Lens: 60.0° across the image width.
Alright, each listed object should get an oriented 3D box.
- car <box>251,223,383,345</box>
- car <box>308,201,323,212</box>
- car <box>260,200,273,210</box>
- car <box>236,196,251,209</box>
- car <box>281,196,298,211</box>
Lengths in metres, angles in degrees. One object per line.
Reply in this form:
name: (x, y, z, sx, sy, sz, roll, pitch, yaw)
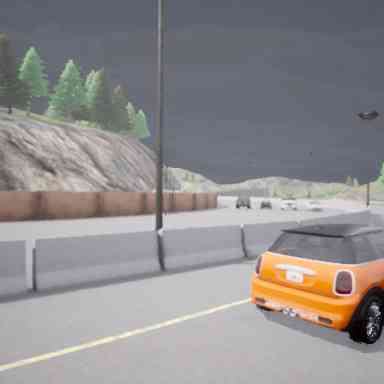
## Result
car: (3.297, 1.426, 6.809, 4.553, 1.767, 2.097, 1, -1, -40)
car: (16.917, 1.985, 45.724, 1.812, 1.442, 4.674, 0, -1, 18)
car: (11.782, 2.013, 52.678, 2.033, 1.411, 5.357, 0, 0, 13)
car: (8.304, 1.663, 53.211, 2.150, 2.045, 5.566, 0, -1, 14)
car: (14.420, 1.687, 49.300, 2.150, 2.045, 5.566, 0, -1, 17)
